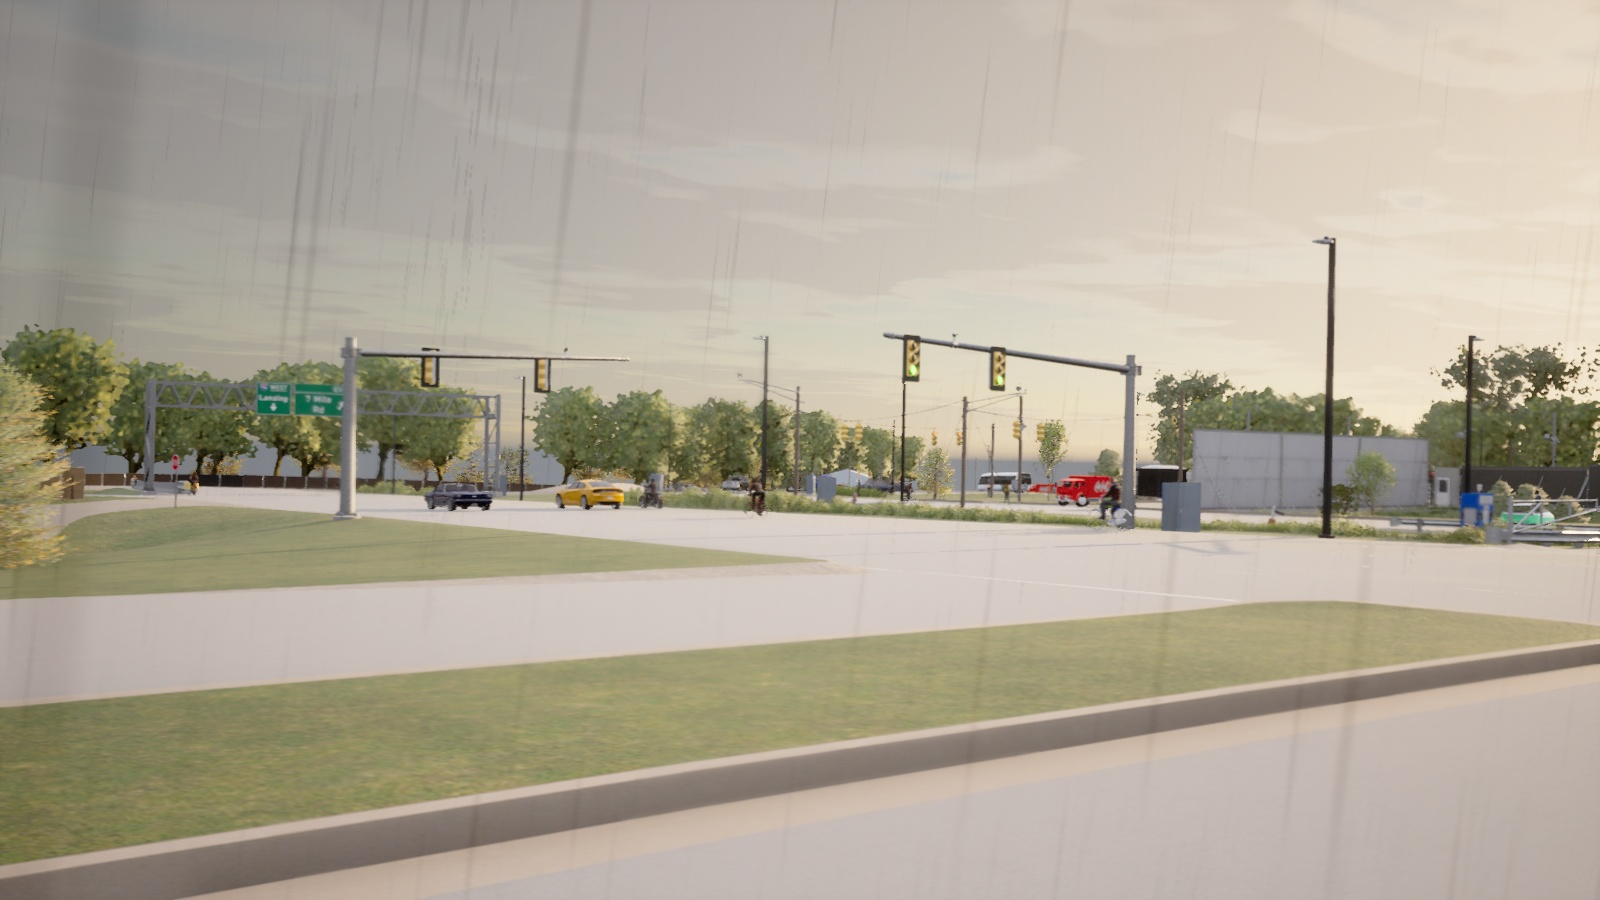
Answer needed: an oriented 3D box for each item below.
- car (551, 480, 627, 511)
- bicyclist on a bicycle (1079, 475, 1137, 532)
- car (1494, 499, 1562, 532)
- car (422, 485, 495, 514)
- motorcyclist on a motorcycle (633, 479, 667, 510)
[{"bbox_3d":[-10.848,2.305,64.276,1.882,1.535,5.008,1,-2,-34],"label":"car"},{"bbox_3d":[9.878,1.694,40.293,0.659,1.776,1.843,1,-1,-34],"label":"bicyclist on a bicycle"},{"bbox_3d":[32.475,2.896,56.046,1.481,1.376,2.207,1,-2,-34],"label":"car"},{"bbox_3d":[-16.305,2.310,59.854,1.895,1.301,4.718,1,-2,-34],"label":"car"},{"bbox_3d":[-7.899,2.330,66.164,0.766,1.649,2.350,1,-2,-34],"label":"motorcyclist on a motorcycle"}]
